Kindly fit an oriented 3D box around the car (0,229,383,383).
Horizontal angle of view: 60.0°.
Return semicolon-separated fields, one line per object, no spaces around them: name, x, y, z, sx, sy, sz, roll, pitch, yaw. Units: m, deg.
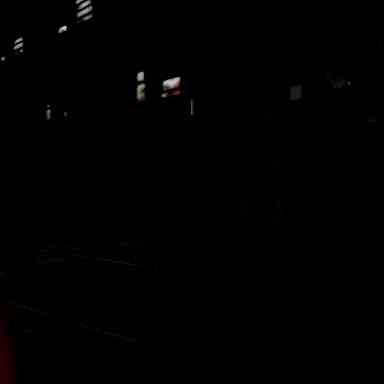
car;-0.662;1.315;3.363;5.009;1.841;2.192;0;-1;36
